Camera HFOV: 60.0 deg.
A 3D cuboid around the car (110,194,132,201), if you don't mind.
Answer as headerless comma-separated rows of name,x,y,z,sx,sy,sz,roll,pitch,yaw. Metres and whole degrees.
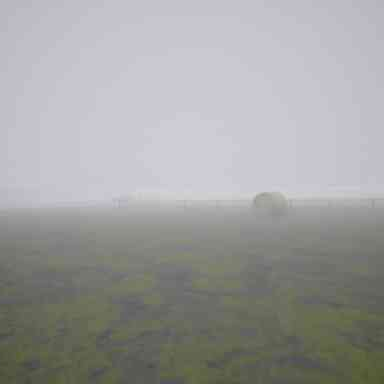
car,-15.728,1.159,73.939,2.033,1.411,5.357,-1,0,32
